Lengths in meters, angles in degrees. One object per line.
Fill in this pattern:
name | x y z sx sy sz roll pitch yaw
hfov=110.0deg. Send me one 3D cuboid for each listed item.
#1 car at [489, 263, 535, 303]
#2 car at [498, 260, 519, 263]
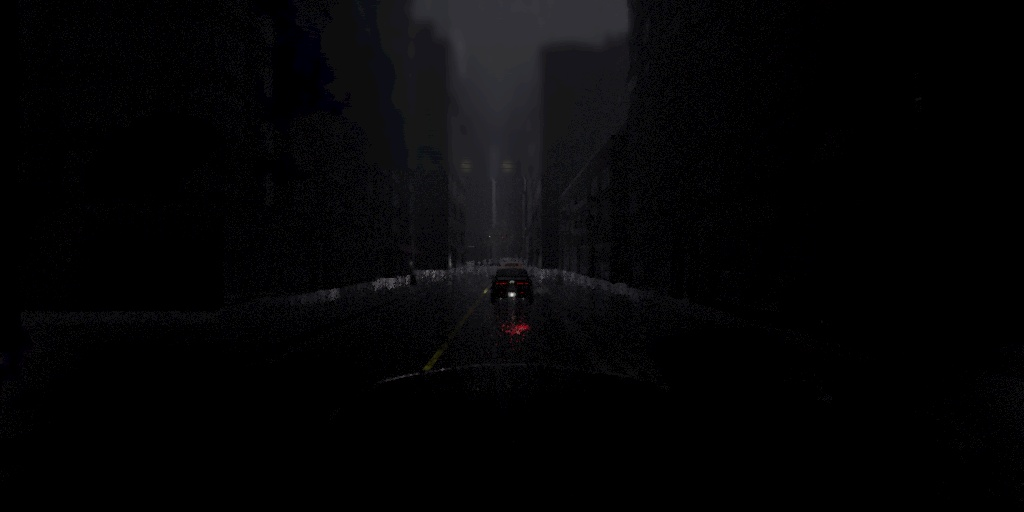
car | 0.000 1.266 16.500 1.837 1.490 4.892 0 0 0
car | 0.001 1.236 31.499 1.882 1.535 5.008 0 0 0
